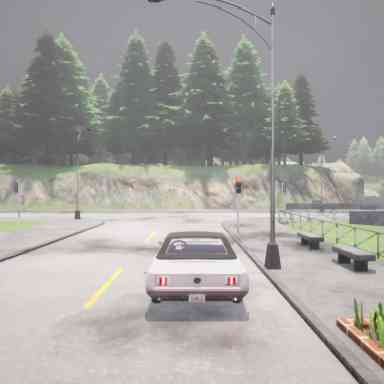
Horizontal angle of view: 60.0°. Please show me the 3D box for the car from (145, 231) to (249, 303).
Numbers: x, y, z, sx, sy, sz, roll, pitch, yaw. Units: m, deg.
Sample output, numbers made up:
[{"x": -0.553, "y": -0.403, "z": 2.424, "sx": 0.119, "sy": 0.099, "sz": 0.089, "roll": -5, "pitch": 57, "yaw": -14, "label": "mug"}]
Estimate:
[{"x": 0.097, "y": 1.601, "z": 8.139, "sx": 1.895, "sy": 1.301, "sz": 4.718, "roll": 0, "pitch": 0, "yaw": 0, "label": "car"}]
